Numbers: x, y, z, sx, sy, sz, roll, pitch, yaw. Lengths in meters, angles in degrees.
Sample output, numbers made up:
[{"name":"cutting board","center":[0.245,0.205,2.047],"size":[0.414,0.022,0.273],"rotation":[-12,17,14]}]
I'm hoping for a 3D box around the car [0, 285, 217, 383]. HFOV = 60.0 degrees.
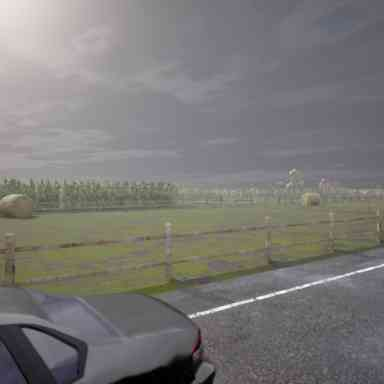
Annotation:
[{"name":"car","center":[-2.333,1.548,2.327],"size":[5.357,1.411,2.033],"rotation":[0,0,-36]}]
